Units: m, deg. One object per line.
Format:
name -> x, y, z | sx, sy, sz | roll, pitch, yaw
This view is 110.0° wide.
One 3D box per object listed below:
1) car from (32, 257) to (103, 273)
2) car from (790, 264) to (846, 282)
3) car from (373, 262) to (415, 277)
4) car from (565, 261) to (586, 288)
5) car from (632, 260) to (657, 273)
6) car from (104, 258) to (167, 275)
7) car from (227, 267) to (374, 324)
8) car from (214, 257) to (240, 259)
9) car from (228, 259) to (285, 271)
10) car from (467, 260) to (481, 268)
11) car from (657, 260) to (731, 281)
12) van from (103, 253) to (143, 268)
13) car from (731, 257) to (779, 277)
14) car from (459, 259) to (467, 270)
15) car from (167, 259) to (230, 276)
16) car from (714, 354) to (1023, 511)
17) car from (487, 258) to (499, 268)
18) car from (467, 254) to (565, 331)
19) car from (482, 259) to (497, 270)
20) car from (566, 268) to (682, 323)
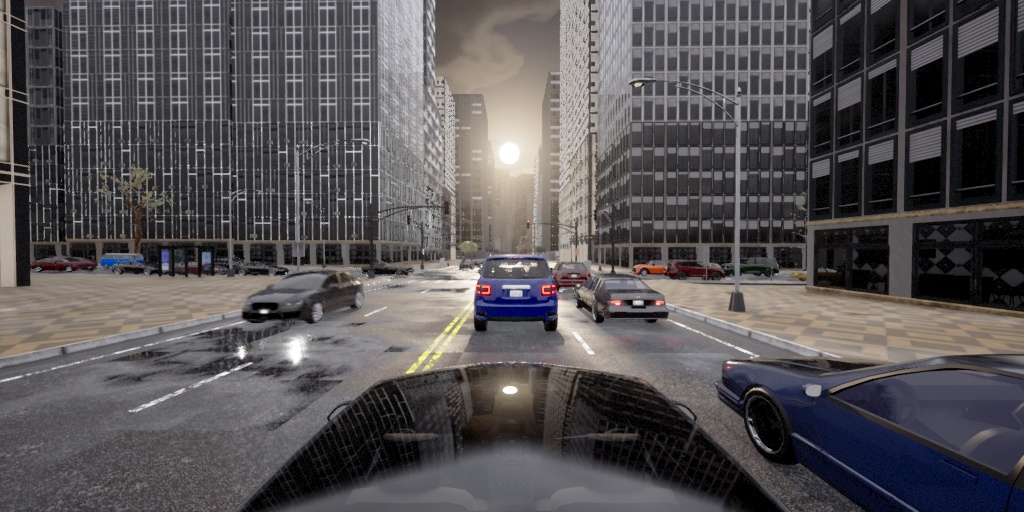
car -> -44.656, 0.840, 35.830 | 5.008, 1.535, 1.882 | 0, 1, 2
car -> 27.651, 1.577, 31.908 | 4.829, 1.417, 1.751 | 0, 0, 1
car -> -11.809, 1.274, 34.387 | 4.718, 1.301, 1.895 | 1, 1, 12
car -> 3.355, 1.091, 21.461 | 2.097, 1.767, 4.553 | 0, 0, 0
car -> 15.048, 1.200, 37.882 | 4.553, 1.767, 2.097 | 0, 1, 0
car -> -34.087, 1.068, 32.959 | 4.313, 1.339, 1.948 | 0, 0, 1
car -> -6.590, 1.252, 11.962 | 1.837, 1.490, 4.892 | 0, 0, 0
car -> -27.740, 0.869, 35.460 | 4.553, 1.767, 2.097 | 0, 1, 1
car -> -22.722, 1.172, 32.649 | 4.313, 1.339, 1.948 | 0, 0, 1
car -> -6.551, 1.301, 62.824 | 1.895, 1.301, 4.718 | 0, 0, 0
car -> 16.203, 1.267, 32.108 | 5.009, 1.841, 2.192 | 0, 0, 1
van -> -45.275, 0.603, 41.624 | 3.998, 1.789, 1.690 | 0, 0, 1
car -> 24.900, 1.156, 37.730 | 5.566, 2.045, 2.150 | 1, 1, 1
car -> -6.585, 1.218, 52.521 | 1.837, 1.490, 4.892 | 0, 0, -1
car -> -28.406, 1.136, 32.784 | 4.207, 1.307, 1.802 | 0, 0, 1
car -> 3.351, 1.297, 1.874 | 2.033, 1.411, 5.357 | 0, 0, 1
car -> -3.299, 1.178, 63.024 | 1.882, 1.535, 5.008 | 0, 0, 0
car -> 0.100, 0.967, 11.052 | 2.150, 2.045, 5.566 | 0, 0, 0
car -> -3.319, 1.189, 53.411 | 1.882, 1.535, 5.008 | 0, 0, 0
car -> 3.354, 1.292, 12.054 | 2.033, 1.411, 5.357 | 0, 0, 0
